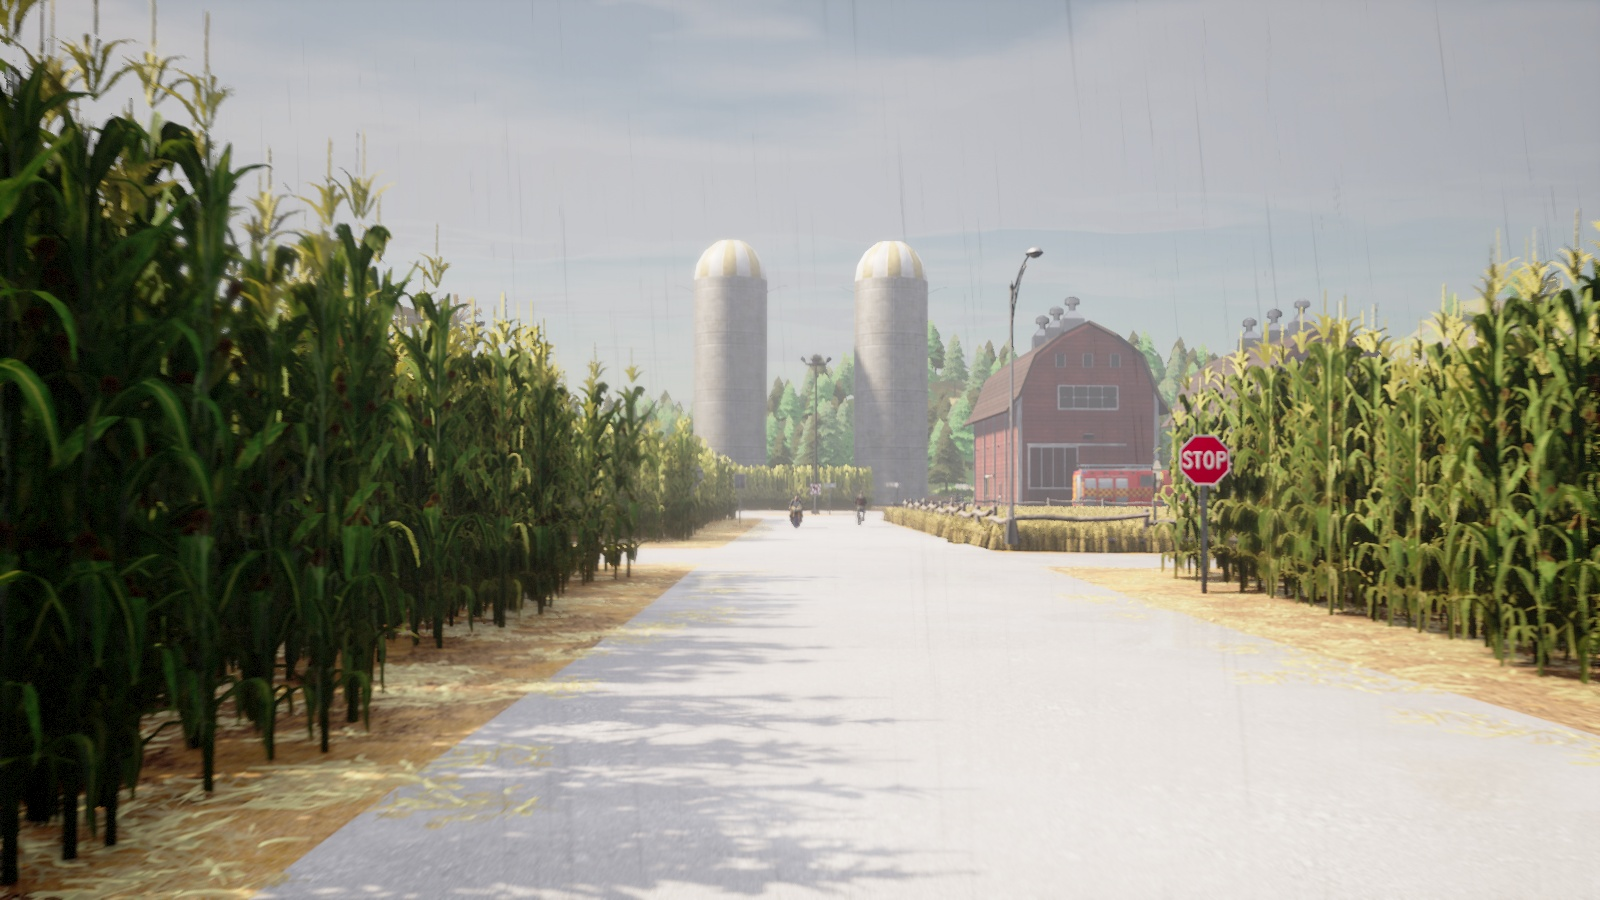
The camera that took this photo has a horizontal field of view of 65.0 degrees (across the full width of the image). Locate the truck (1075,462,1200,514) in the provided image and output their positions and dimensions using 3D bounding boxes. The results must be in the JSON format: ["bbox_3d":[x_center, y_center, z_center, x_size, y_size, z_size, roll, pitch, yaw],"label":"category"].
[{"bbox_3d":[25.207,2.836,94.033,8.468,3.827,2.891,0,-2,-4],"label":"truck"}]

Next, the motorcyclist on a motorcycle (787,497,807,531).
[{"bbox_3d":[-0.137,2.936,58.122,0.866,1.530,2.191,0,-2,0],"label":"motorcyclist on a motorcycle"}]
